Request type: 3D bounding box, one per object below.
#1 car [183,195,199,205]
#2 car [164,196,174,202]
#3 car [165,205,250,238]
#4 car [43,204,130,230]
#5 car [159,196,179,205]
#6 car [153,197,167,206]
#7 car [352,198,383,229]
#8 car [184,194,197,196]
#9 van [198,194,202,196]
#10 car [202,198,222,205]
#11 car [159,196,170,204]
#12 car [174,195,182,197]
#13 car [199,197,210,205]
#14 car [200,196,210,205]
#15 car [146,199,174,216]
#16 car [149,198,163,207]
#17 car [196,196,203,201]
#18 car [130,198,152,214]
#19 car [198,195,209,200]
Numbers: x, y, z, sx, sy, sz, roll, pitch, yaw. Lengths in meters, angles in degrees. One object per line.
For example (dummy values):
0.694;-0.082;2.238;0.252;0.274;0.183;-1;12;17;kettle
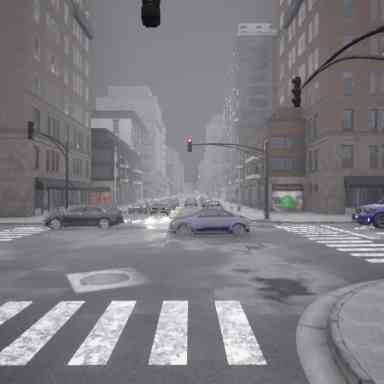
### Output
-0.146;1.637;53.980;1.994;1.385;4.181;0;0;0;car
-5.584;1.694;80.237;2.008;1.369;4.403;0;0;0;car
0.906;1.567;17.359;4.181;1.385;1.994;0;0;0;car
-6.600;1.523;20.583;4.892;1.490;1.837;0;0;0;car
-3.110;1.617;43.493;1.994;1.385;4.181;0;0;1;car
-5.625;1.634;58.195;2.008;1.369;4.403;0;0;0;car
12.988;1.175;20.651;5.566;2.045;2.150;0;0;0;car
-0.202;1.679;73.977;1.994;1.385;4.181;0;0;0;car
2.400;1.424;58.180;1.690;1.788;3.998;0;0;0;van
2.359;1.606;36.136;1.947;1.339;4.313;0;0;0;car
-5.604;1.552;69.216;1.967;1.590;4.097;0;0;0;car
-3.085;1.636;53.452;1.994;1.385;4.181;0;0;0;car
2.410;1.647;63.691;2.008;1.369;4.403;0;0;0;car
2.380;1.641;47.159;1.802;1.307;4.206;0;0;0;car
-3.133;1.637;33.515;1.895;1.301;4.718;0;0;0;car
-5.635;1.653;52.684;1.802;1.307;4.206;0;0;0;car
2.050;1.698;90.105;1.812;1.442;4.674;0;0;0;car
-5.665;1.480;36.152;1.967;1.590;4.097;0;0;0;car
2.390;1.637;52.669;1.947;1.339;4.313;0;0;0;car
